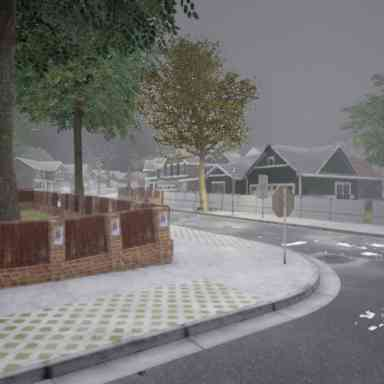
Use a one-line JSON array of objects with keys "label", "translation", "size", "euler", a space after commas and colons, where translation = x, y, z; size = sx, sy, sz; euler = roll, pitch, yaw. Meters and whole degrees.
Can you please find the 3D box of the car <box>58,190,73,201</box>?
[{"label": "car", "translation": [-17.921, 0.492, 47.089], "size": [1.812, 1.442, 4.674], "euler": [0, 1, -31]}]
